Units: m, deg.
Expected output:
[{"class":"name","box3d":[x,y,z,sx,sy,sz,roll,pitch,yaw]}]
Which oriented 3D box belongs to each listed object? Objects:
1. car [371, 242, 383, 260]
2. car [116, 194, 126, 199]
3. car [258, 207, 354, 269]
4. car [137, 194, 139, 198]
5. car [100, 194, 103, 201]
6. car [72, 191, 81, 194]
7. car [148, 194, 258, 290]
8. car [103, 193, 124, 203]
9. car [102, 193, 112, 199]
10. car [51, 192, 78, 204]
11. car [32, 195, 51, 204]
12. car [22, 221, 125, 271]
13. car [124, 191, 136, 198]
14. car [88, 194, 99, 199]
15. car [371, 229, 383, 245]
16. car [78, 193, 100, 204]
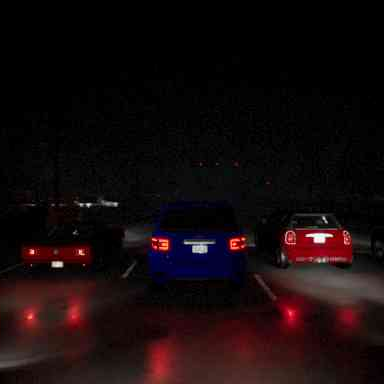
[{"class":"car","box3d":[3.594,1.490,2.160,2.128,1.511,4.902,0,0,0]},{"class":"car","box3d":[-18.713,1.142,87.880,1.895,1.301,4.718,0,0,-3]},{"class":"car","box3d":[3.505,1.334,11.303,2.097,1.767,4.553,0,0,0]},{"class":"car","box3d":[-15.584,1.066,91.292,2.033,1.411,5.357,0,0,-7]},{"class":"car","box3d":[-18.268,1.139,72.770,1.837,1.490,4.892,0,0,-1]},{"class":"car","box3d":[-25.251,0.873,71.249,2.150,2.045,5.566,0,0,-1]},{"class":"car","box3d":[0.043,1.207,9.202,2.150,2.045,5.566,0,0,-2]},{"class":"car","box3d":[-14.698,1.302,62.433,1.895,1.301,4.718,0,0,0]},{"class":"car","box3d":[-22.137,1.077,86.904,1.812,1.442,4.674,0,0,-3]},{"class":"car","box3d":[-21.656,1.213,56.894,1.882,1.535,5.008,0,0,0]},{"class":"car","box3d":[-25.147,1.242,56.329,1.837,1.490,4.892,0,1,0]},{"class":"car","box3d":[-3.489,1.584,10.839,1.895,1.301,4.718,0,0,0]},{"class":"car","box3d":[-14.806,0.974,76.087,2.097,1.767,4.553,0,0,-1]},{"class":"car","box3d":[-25.615,1.150,86.560,1.895,1.301,4.718,0,0,-3]},{"class":"car","box3d":[7.018,1.477,9.406,2.128,1.511,4.902,0,0,0]},{"class":"car","box3d":[-18.171,1.290,58.318,1.994,1.385,4.181,0,0,0]}]
